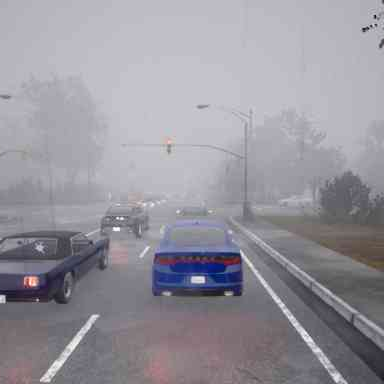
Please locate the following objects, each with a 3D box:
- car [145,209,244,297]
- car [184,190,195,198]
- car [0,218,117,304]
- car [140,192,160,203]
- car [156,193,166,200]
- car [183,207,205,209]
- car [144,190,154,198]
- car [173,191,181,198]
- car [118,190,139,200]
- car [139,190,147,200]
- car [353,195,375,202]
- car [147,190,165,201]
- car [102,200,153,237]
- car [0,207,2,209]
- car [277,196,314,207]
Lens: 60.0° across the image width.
[{"bbox_3d":[0.114,1.446,8.591,1.882,1.535,5.008,0,0,0],"label":"car"},{"bbox_3d":[-0.340,0.419,85.464,2.150,2.045,5.566,0,1,-4],"label":"car"},{"bbox_3d":[-3.387,1.573,8.044,1.895,1.301,4.718,0,0,0],"label":"car"},{"bbox_3d":[-7.006,1.127,55.511,1.994,1.385,4.181,0,1,0],"label":"car"},{"bbox_3d":[-6.984,0.956,74.345,1.895,1.301,4.718,0,1,-1],"label":"car"},{"bbox_3d":[0.126,1.458,17.572,1.994,1.385,4.181,0,0,0],"label":"car"},{"bbox_3d":[-10.792,0.444,84.280,2.150,2.045,5.566,0,1,-3],"label":"car"},{"bbox_3d":[-3.836,0.737,85.329,2.033,1.411,5.357,0,1,-4],"label":"car"},{"bbox_3d":[-10.536,0.929,53.902,2.097,1.767,4.553,0,1,1],"label":"car"},{"bbox_3d":[-10.463,0.709,63.485,2.150,2.045,5.566,0,1,0],"label":"car"},{"bbox_3d":[22.478,1.174,43.329,4.892,1.490,1.837,0,1,-3],"label":"car"},{"bbox_3d":[-6.965,0.956,64.320,1.882,1.535,5.008,0,1,0],"label":"car"},{"bbox_3d":[-3.373,1.402,17.296,1.837,1.490,4.892,0,0,0],"label":"car"},{"bbox_3d":[-22.428,1.302,33.667,5.357,1.411,2.033,0,1,-4],"label":"car"},{"bbox_3d":[13.290,1.200,42.822,4.674,1.442,1.812,0,1,-3],"label":"car"}]
